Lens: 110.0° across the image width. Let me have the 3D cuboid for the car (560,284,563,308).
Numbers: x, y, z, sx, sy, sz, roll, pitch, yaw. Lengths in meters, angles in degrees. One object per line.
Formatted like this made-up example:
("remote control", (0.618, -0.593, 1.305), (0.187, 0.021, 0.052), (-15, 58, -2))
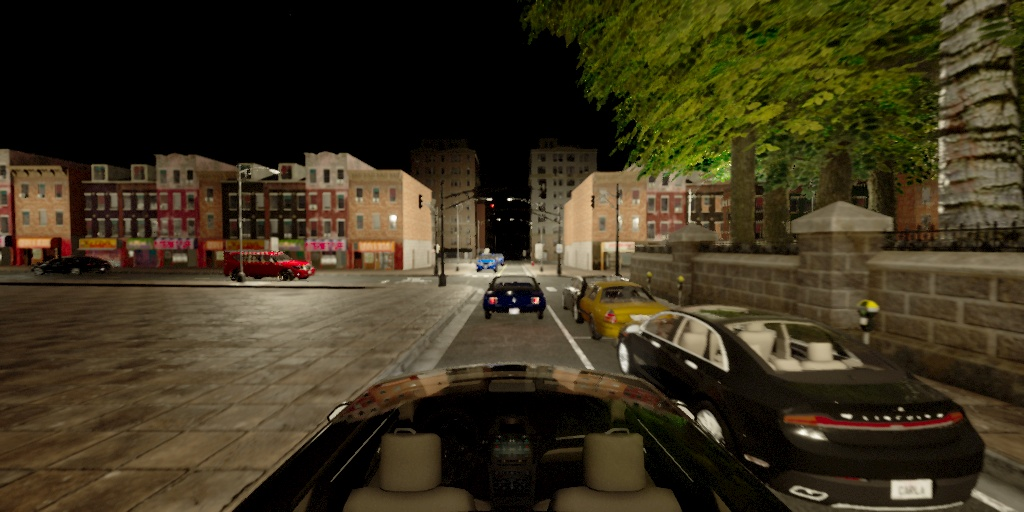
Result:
("car", (2.665, 1.245, 11.677), (2.007, 1.370, 4.403), (0, 0, 0))

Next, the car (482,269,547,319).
("car", (0.079, 1.291, 12.480), (1.895, 1.301, 4.718), (0, 0, 0))

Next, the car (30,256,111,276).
("car", (-34.558, 0.753, 28.144), (4.892, 1.490, 1.837), (1, 2, 0))

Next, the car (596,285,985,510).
("car", (2.637, 1.284, 4.542), (2.007, 1.370, 4.403), (0, 0, 0))

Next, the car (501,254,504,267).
("car", (-2.468, 0.696, 60.334), (2.150, 2.045, 5.566), (0, 0, 1))

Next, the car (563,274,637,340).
("car", (2.689, 1.232, 9.703), (1.751, 1.417, 4.829), (0, 0, 0))

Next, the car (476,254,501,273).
("car", (-2.725, 0.778, 40.134), (2.150, 2.045, 5.566), (0, 0, 0))

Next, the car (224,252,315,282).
("car", (-16.946, 0.745, 25.142), (5.566, 2.045, 2.150), (1, 2, 0))
